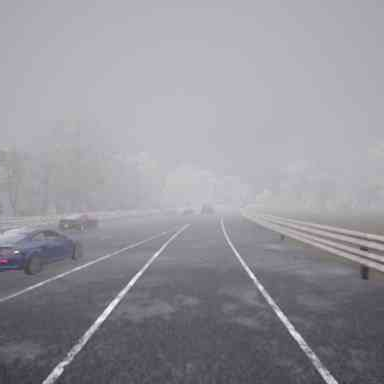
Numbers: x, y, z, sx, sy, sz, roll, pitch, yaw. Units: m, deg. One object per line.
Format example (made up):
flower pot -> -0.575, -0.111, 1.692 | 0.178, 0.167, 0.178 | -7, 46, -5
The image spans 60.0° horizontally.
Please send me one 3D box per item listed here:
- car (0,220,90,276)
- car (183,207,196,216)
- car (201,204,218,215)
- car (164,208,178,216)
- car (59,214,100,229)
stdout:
car -> -5.672, 1.993, 11.934 | 1.812, 1.442, 4.674 | -2, -2, 7
car -> -0.400, 3.757, 64.581 | 1.837, 1.490, 4.892 | -2, -2, 11
car -> 3.176, 3.370, 64.737 | 2.150, 2.045, 5.566 | -2, -2, 11
car -> -3.992, 3.846, 64.477 | 2.128, 1.511, 4.902 | -2, -2, 11
car -> -10.109, 2.749, 30.210 | 1.882, 1.535, 5.008 | -2, -2, 9
